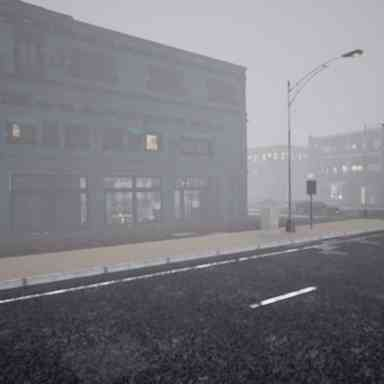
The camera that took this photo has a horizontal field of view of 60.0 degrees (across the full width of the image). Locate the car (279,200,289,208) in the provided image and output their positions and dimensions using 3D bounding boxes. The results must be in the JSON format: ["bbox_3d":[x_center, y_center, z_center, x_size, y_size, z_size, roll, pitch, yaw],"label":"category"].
[{"bbox_3d":[14.430,1.438,44.763,2.008,1.369,4.403,-2,1,-36],"label":"car"}]

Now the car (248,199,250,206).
[{"bbox_3d":[7.985,1.594,53.762,1.802,1.307,4.206,-2,1,-36],"label":"car"}]

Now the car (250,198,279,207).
[{"bbox_3d":[11.207,1.532,49.263,1.802,1.307,4.206,-2,1,-36],"label":"car"}]

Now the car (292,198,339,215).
[{"bbox_3d":[12.379,1.526,33.029,1.947,1.339,4.313,-2,1,-36],"label":"car"}]
